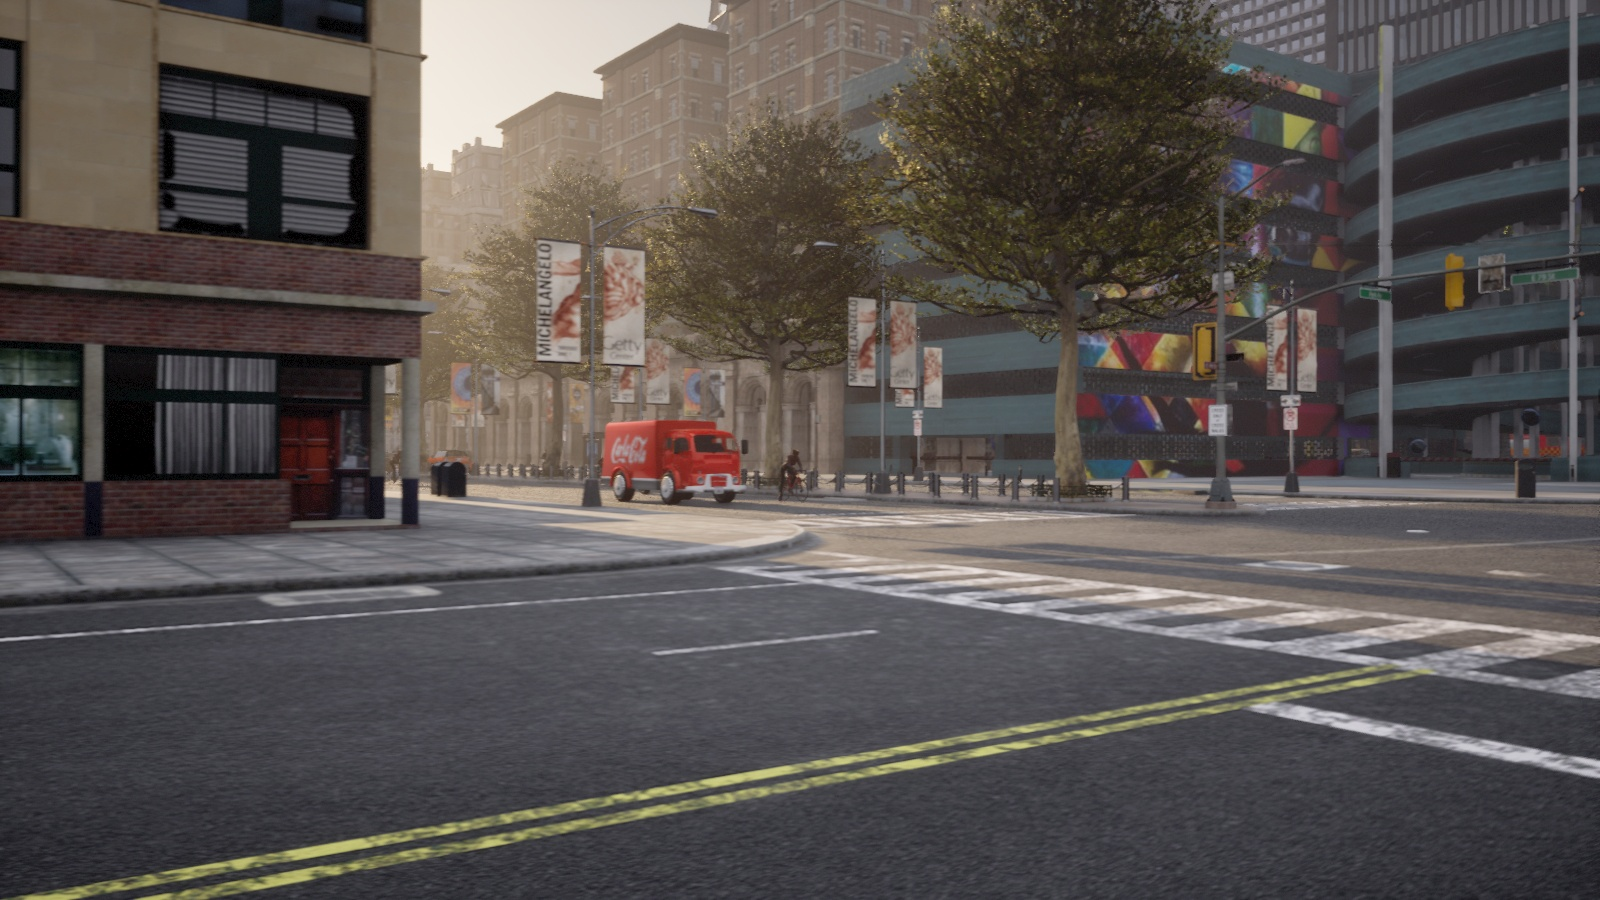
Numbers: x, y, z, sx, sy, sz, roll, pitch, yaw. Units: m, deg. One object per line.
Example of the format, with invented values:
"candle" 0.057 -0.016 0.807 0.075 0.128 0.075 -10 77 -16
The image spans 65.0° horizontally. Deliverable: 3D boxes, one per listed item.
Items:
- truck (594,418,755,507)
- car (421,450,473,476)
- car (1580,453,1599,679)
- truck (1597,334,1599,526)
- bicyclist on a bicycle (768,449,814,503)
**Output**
"truck" -3.879 0.360 37.980 2.627 2.467 5.204 0 0 -35
"car" -24.605 0.871 87.469 2.097 1.767 4.553 0 0 -35
"car" 7.260 0.765 8.718 3.633 1.501 1.845 0 0 -35
"truck" 15.900 -0.402 20.850 2.891 3.827 8.468 0 0 21
"bicyclist on a bicycle" -0.286 0.795 39.038 0.582 1.620 1.656 0 0 -35
